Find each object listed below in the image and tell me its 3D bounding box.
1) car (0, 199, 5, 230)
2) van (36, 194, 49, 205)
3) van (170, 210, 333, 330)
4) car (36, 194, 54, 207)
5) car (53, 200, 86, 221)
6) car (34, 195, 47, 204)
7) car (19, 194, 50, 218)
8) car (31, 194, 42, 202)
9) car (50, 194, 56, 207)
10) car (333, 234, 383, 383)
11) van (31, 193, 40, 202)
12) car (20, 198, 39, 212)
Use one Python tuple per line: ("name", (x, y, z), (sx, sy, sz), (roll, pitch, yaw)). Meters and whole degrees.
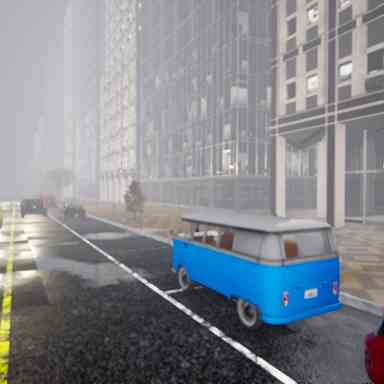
("car", (-12.802, 1.455, 20.619), (1.882, 1.535, 5.008), (0, 0, -28))
("van", (-25.658, 1.274, 56.983), (1.690, 1.788, 3.998), (-1, 0, -28))
("van", (0.971, 1.332, 6.771), (1.690, 1.788, 3.998), (-1, 0, -28))
("car", (-22.996, 1.254, 51.962), (2.192, 1.841, 5.009), (-1, 0, -28))
("car", (-9.679, 1.519, 26.856), (2.008, 1.369, 4.403), (-1, 0, -28))
("car", (-28.320, 1.367, 62.005), (1.967, 1.590, 4.097), (-1, 0, -28))
("car", (-14.538, 1.319, 30.490), (2.097, 1.767, 4.553), (0, 0, -28))
("car", (-33.647, 1.353, 72.047), (1.967, 1.590, 4.097), (-1, 0, -28))
("car", (-20.333, 1.260, 46.940), (2.192, 1.841, 5.009), (-1, 0, -28))
("car", (3.633, 1.311, 1.749), (2.192, 1.841, 5.009), (-1, 0, -28))
("van", (-36.310, 1.248, 77.067), (1.690, 1.788, 3.998), (-1, 0, -28))
("car", (-19.293, 1.461, 39.445), (1.837, 1.490, 4.892), (0, 0, -28))
